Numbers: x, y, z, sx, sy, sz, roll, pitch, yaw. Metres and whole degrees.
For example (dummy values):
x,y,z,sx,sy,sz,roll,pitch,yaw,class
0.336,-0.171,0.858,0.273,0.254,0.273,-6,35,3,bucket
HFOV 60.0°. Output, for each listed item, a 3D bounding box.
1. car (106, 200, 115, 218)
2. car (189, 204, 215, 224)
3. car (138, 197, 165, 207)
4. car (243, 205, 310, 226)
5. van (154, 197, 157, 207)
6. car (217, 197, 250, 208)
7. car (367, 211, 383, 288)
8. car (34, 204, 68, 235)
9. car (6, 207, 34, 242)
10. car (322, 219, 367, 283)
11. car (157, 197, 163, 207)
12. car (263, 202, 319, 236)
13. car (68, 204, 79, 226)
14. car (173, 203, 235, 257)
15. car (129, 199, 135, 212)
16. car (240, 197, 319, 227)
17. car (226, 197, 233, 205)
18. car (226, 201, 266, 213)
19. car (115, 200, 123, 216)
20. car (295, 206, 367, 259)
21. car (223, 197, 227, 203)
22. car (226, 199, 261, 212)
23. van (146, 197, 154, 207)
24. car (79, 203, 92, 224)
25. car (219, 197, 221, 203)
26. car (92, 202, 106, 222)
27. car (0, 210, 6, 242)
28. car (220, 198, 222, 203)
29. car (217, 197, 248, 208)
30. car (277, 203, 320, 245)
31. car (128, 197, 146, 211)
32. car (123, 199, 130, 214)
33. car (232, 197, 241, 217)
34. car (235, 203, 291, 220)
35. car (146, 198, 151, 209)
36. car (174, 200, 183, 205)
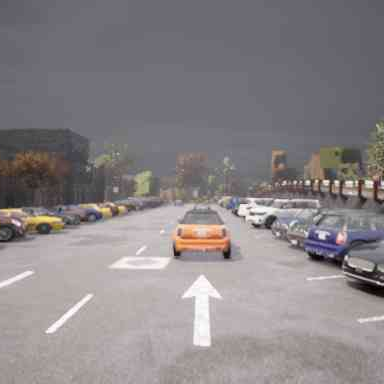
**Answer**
x,y,z,sx,sy,sz,roll,pitch,yaw,class
-10.233,1.823,31.056,5.366,1.575,1.946,0,0,-18,car
0.882,1.833,28.990,2.128,1.511,4.902,0,-1,2,car
-8.809,2.056,72.509,5.566,2.045,2.435,0,0,-18,car
6.726,1.844,26.633,4.792,1.488,2.163,1,0,-18,car
-9.262,1.946,60.657,4.442,1.987,1.878,0,0,-18,van
7.855,1.988,62.875,5.566,2.045,2.435,1,0,-18,car
6.130,1.315,5.520,5.566,2.045,2.435,1,-1,-18,car
-10.254,1.681,19.357,5.366,1.575,1.946,0,-1,-18,car
-10.550,1.525,16.329,4.553,1.767,2.185,0,-1,-18,car
6.204,1.602,8.520,4.892,1.521,2.231,1,0,-18,car
-9.037,1.954,63.669,5.566,2.045,2.435,0,-1,-18,car
6.503,1.583,17.596,4.553,1.767,2.185,1,0,-18,car
-10.337,1.721,22.244,4.892,1.521,2.231,0,-1,-18,car
0.412,1.511,13.776,2.097,1.767,4.553,0,-1,2,car
-9.763,1.959,40.008,4.792,1.488,2.163,0,-1,-18,car
6.640,1.528,23.614,5.566,2.045,2.435,1,0,-18,car
7.006,1.670,35.703,5.566,2.045,2.435,1,0,-18,car
7.283,2.058,44.759,4.792,1.488,2.163,1,0,-18,car
-9.969,1.859,34.082,5.008,1.535,2.097,0,0,-18,car
6.262,1.510,11.535,4.553,1.767,2.185,1,-1,-18,car
7.252,1.743,41.761,5.566,2.045,2.435,1,-1,-18,car
7.379,1.938,47.783,4.553,1.767,2.185,1,-1,-18,car
-9.354,1.912,57.699,4.442,1.987,1.878,0,0,-18,van
-10.268,1.784,25.192,4.792,1.488,2.163,0,0,-18,car
7.815,2.080,59.875,4.553,1.767,2.185,1,0,-18,car
-10.149,1.789,28.156,5.008,1.535,2.097,0,-1,-18,car
-10.614,1.616,13.377,4.892,1.521,2.231,0,-1,-18,car
7.600,2.136,53.827,4.892,1.521,2.231,1,0,-18,car
7.991,2.024,65.932,5.566,2.045,2.435,1,-1,-18,car
6.416,1.547,14.570,4.553,1.767,2.185,1,0,-18,car
-9.545,1.908,48.858,4.553,1.767,2.185,0,-1,-18,car
-10.050,1.893,36.970,5.366,1.575,1.946,0,0,-18,car
6.882,1.600,29.676,5.566,2.045,2.435,1,-1,-18,car
6.928,1.888,32.694,4.892,1.521,2.231,1,-1,-18,car
-9.422,2.070,51.829,4.892,1.521,2.231,0,0,-18,car
-2.833,2.341,70.854,1.812,1.442,4.674,0,-1,2,car
